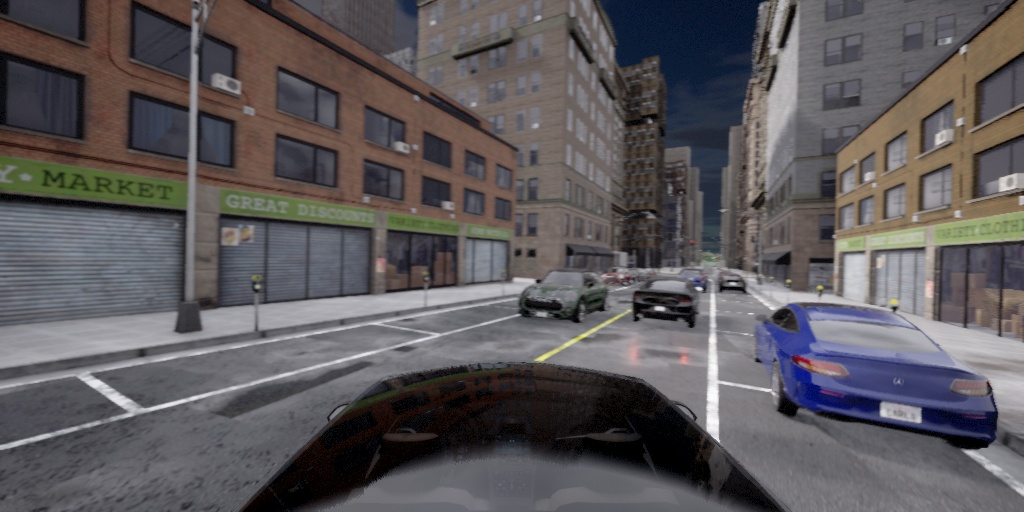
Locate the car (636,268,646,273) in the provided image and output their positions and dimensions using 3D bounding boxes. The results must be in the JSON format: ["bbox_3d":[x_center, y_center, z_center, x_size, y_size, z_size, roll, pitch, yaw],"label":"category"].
[{"bbox_3d":[11.866,1.971,36.108,1.948,1.339,4.313,0,0,29],"label":"car"}]

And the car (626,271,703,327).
[{"bbox_3d":[5.695,1.498,13.022,1.882,1.535,5.008,2,0,29],"label":"car"}]

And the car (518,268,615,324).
[{"bbox_3d":[2.017,1.254,12.994,2.097,1.767,4.553,2,-1,29],"label":"car"}]

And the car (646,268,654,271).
[{"bbox_3d":[14.552,2.082,40.912,2.007,1.370,4.403,0,0,29],"label":"car"}]

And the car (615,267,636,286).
[{"bbox_3d":[9.180,1.719,31.304,1.967,1.591,4.097,0,0,29],"label":"car"}]

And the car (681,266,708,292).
[{"bbox_3d":[13.847,1.750,27.597,2.097,1.767,4.553,2,0,29],"label":"car"}]

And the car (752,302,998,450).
[{"bbox_3d":[5.056,1.467,5.637,1.812,1.442,4.674,2,-1,29],"label":"car"}]

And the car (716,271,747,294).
[{"bbox_3d":[16.617,2.049,27.141,1.948,1.339,4.313,0,0,29],"label":"car"}]
